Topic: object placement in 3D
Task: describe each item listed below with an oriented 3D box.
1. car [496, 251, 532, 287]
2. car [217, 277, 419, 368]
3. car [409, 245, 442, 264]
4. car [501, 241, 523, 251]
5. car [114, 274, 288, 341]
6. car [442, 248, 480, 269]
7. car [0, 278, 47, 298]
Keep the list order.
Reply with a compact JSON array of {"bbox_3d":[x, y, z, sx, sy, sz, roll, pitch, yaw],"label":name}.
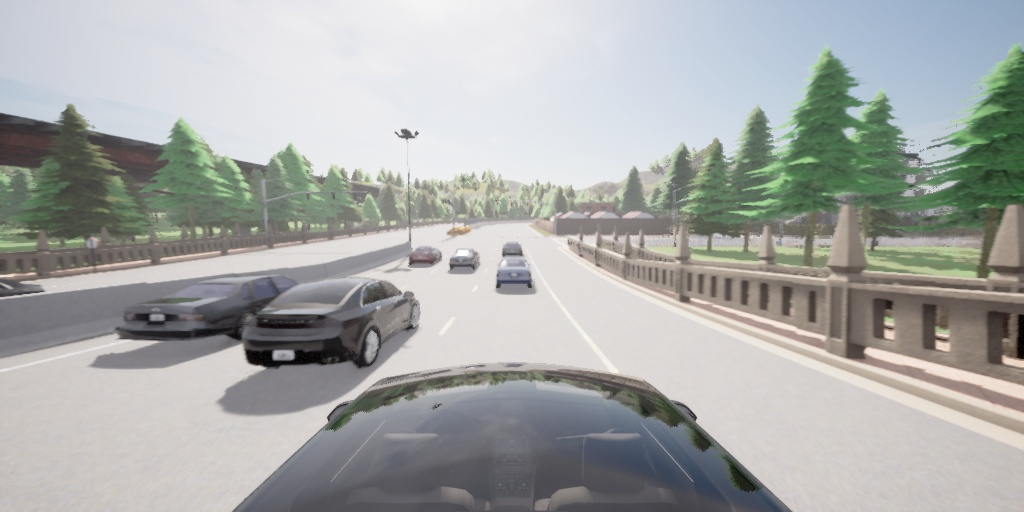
[{"bbox_3d":[0.096,0.730,18.951,2.033,1.411,5.357,0,4,0],"label":"car"},{"bbox_3d":[-3.397,1.198,7.753,1.837,1.490,4.892,0,1,0],"label":"car"},{"bbox_3d":[-6.949,-0.176,29.097,1.994,1.385,4.181,0,7,0],"label":"car"},{"bbox_3d":[0.027,-0.702,33.702,1.994,1.385,4.181,0,6,0],"label":"car"},{"bbox_3d":[-6.914,1.190,9.597,2.033,1.411,5.357,0,2,2],"label":"car"},{"bbox_3d":[-3.435,0.093,26.450,2.033,1.411,5.357,0,6,0],"label":"car"},{"bbox_3d":[-13.996,1.207,8.044,1.837,1.490,4.892,0,1,0],"label":"car"}]
